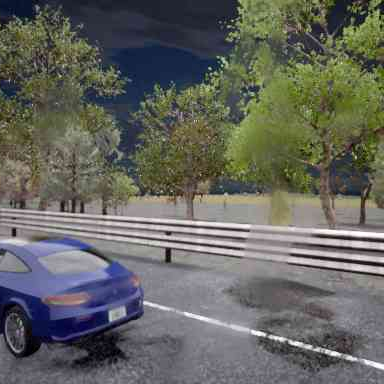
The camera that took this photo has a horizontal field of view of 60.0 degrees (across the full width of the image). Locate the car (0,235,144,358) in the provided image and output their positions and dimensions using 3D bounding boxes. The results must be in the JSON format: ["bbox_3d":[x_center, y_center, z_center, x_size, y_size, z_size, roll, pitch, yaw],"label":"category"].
[{"bbox_3d":[-2.896,1.522,5.967,4.674,1.442,1.812,0,0,36],"label":"car"}]
